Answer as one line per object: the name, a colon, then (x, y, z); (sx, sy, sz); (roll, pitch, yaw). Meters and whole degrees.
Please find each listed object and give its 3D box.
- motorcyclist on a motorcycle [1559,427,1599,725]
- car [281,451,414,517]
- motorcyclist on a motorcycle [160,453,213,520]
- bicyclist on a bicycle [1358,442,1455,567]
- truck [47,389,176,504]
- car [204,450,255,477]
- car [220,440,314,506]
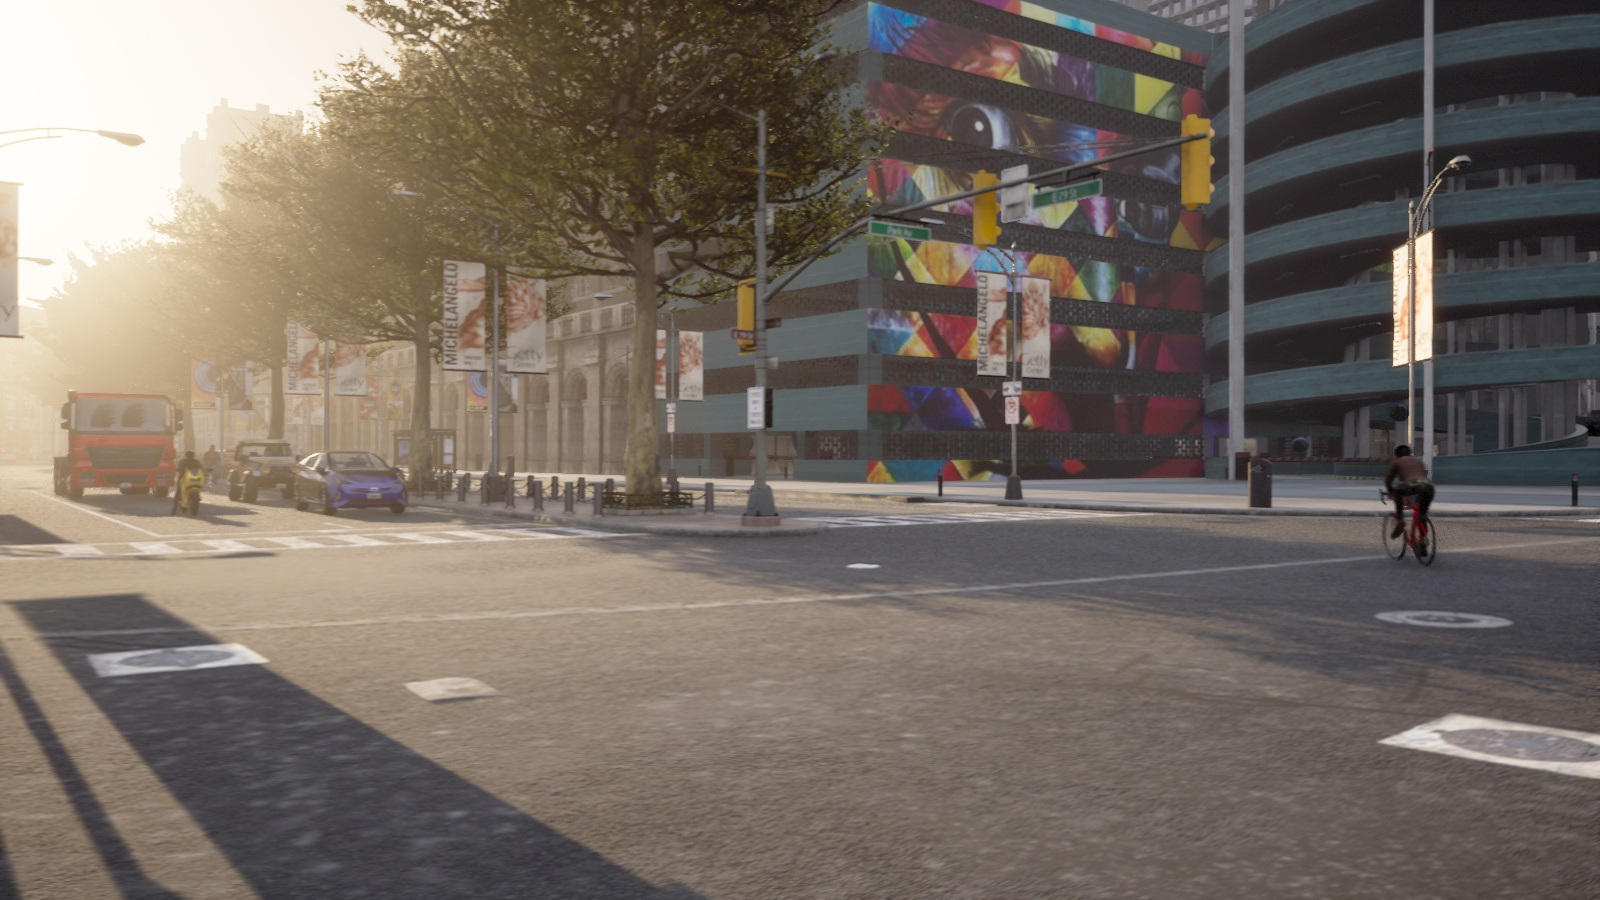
motorcyclist on a motorcycle: (5.487, 0.701, 7.478); (2.350, 1.649, 0.766); (0, 0, -35)
car: (-11.357, 0.792, 31.316); (2.007, 1.525, 4.514); (0, 0, -35)
motorcyclist on a motorcycle: (-14.424, 0.829, 29.509); (0.797, 1.523, 2.044); (0, 0, -35)
bicyclist on a bicycle: (8.280, 0.721, 17.211); (0.582, 1.620, 1.656); (-1, 0, 3)
truck: (-22.976, -0.087, 41.689); (2.891, 3.462, 7.936); (0, 0, -35)
car: (-37.449, 0.869, 82.321); (2.242, 1.667, 4.611); (0, 0, -35)
car: (-16.233, 0.668, 38.184); (1.905, 1.878, 3.866); (0, 0, -34)
